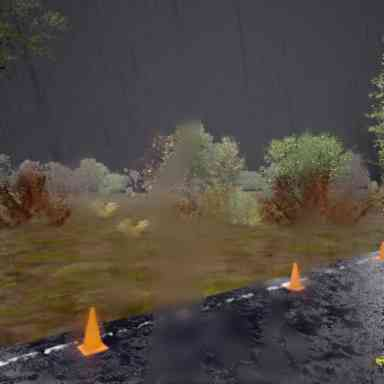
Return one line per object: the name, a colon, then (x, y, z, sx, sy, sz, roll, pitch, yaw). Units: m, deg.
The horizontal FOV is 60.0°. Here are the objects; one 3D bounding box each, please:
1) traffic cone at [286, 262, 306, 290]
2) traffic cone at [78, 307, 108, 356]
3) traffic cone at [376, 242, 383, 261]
traffic cone: (2.432, 1.953, 7.810, 0.340, 0.580, 0.340, 0, 0, -39)
traffic cone: (-1.433, 1.967, 4.809, 0.340, 0.580, 0.340, 0, 0, -37)
traffic cone: (6.305, 1.939, 10.960, 0.340, 0.580, 0.340, 0, 0, -39)
